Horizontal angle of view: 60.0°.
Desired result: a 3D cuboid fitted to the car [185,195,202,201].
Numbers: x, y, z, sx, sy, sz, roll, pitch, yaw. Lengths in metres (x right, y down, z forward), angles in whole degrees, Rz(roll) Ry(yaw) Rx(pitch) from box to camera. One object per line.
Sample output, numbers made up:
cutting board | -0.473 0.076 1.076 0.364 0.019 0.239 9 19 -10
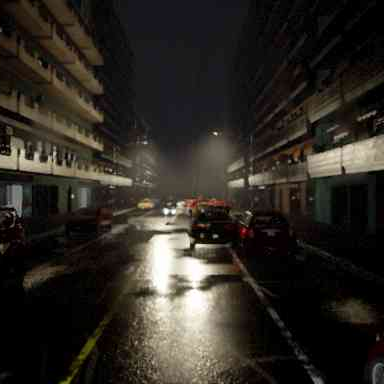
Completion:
car | -0.005 1.367 48.898 2.097 1.767 4.553 0 0 0

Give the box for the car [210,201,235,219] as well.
car | 2.682 1.545 30.156 1.887 1.381 4.507 0 0 0

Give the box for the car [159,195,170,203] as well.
car | -5.710 1.500 69.809 1.967 1.590 4.097 0 0 0

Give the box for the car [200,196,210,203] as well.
car | 2.671 1.611 69.787 2.008 1.369 4.403 0 0 0

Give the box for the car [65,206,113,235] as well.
car | -5.696 1.541 18.852 1.887 1.381 4.507 0 0 0

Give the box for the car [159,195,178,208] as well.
car | -3.067 1.507 47.752 2.128 1.511 4.902 0 0 0

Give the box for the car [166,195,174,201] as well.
car | -5.714 1.632 86.625 1.752 1.417 4.829 0 0 0

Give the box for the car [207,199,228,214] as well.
car | 2.680 1.547 35.821 1.887 1.381 4.507 0 0 0

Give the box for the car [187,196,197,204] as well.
car | -0.015 1.579 66.455 1.812 1.442 4.674 0 0 0

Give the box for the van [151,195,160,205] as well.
van | -5.706 1.364 52.824 1.690 1.788 3.998 0 0 0

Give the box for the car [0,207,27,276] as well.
car | -5.693 1.311 7.528 2.192 1.841 5.009 0 0 0

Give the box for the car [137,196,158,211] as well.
car | -5.702 1.532 41.330 1.752 1.417 4.829 0 0 0

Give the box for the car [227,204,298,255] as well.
car | 2.686 1.435 13.168 1.967 1.590 4.097 0 0 0

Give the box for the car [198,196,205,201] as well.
car | 2.665 1.692 92.432 1.947 1.339 4.313 0 0 0

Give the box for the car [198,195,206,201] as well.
car | 2.666 1.547 86.773 1.967 1.590 4.097 0 0 0

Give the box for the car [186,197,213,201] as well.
car | 0.737 1.480 30.759 1.882 1.535 5.008 0 0 -3

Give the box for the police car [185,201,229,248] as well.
police car | 0.798 1.421 14.885 1.930 1.638 5.238 0 0 -2

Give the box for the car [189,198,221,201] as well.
car | 0.894 1.454 24.985 1.801 1.575 5.366 0 0 0

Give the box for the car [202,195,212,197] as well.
car | 2.673 1.350 58.464 2.192 1.841 5.009 0 0 0

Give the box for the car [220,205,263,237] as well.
car | 2.684 1.522 19.001 1.752 1.417 4.829 0 0 0

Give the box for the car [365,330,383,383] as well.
car | 2.689 1.579 1.849 1.802 1.307 4.206 0 0 0
